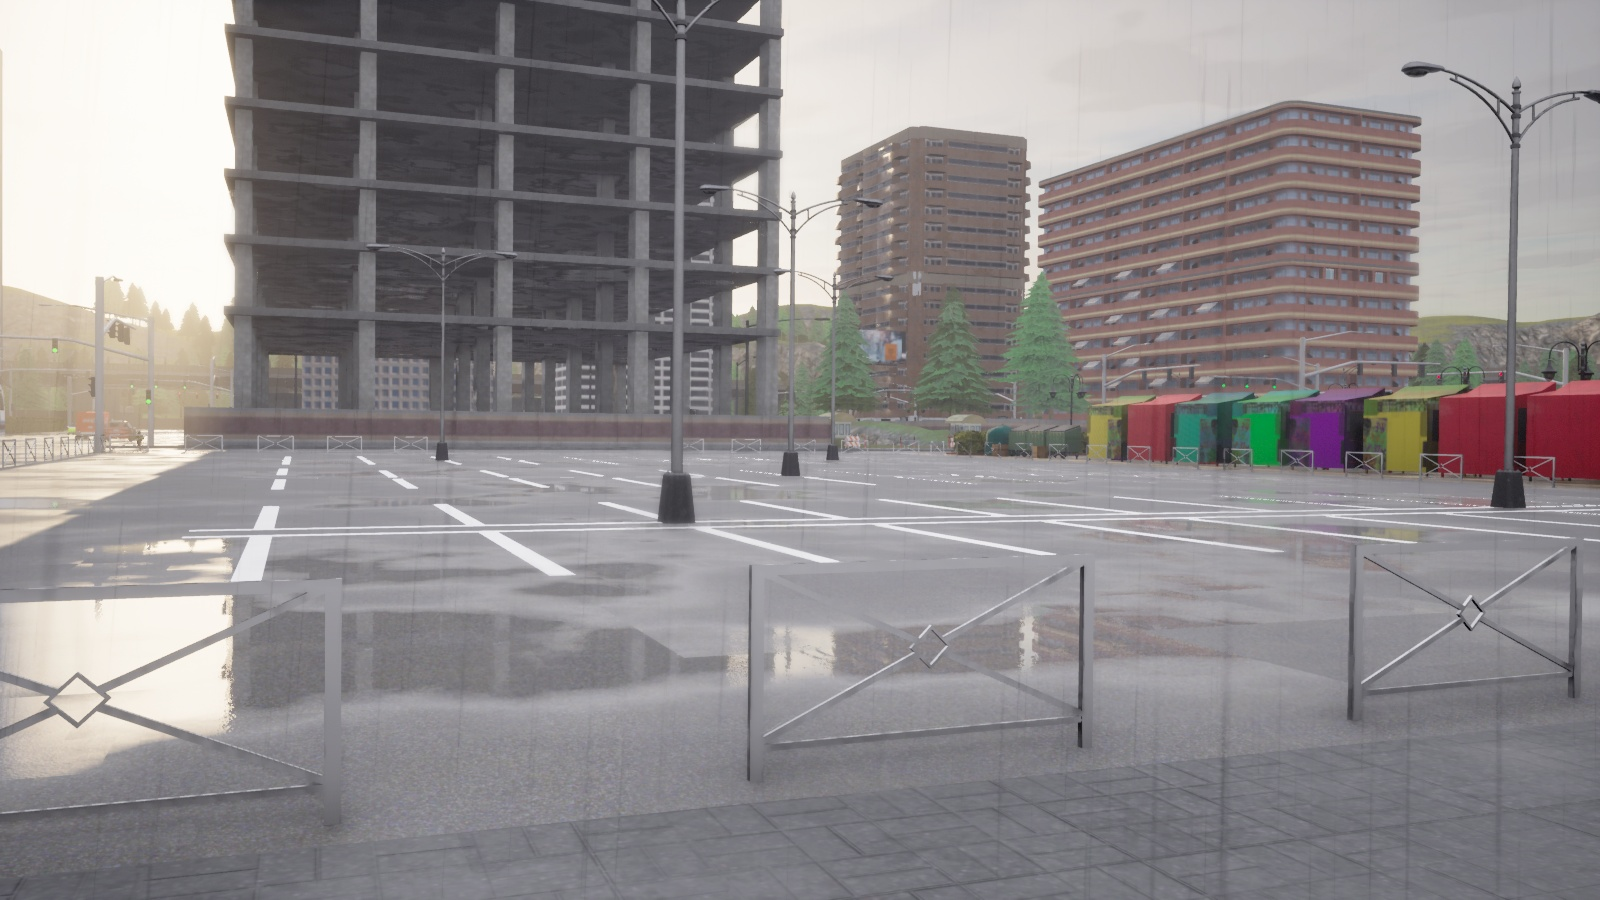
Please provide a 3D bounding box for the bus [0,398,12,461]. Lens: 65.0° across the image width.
[{"bbox_3d":[-54.720,-1.317,81.763,3.944,4.253,10.273,-1,1,-22],"label":"bus"}]
